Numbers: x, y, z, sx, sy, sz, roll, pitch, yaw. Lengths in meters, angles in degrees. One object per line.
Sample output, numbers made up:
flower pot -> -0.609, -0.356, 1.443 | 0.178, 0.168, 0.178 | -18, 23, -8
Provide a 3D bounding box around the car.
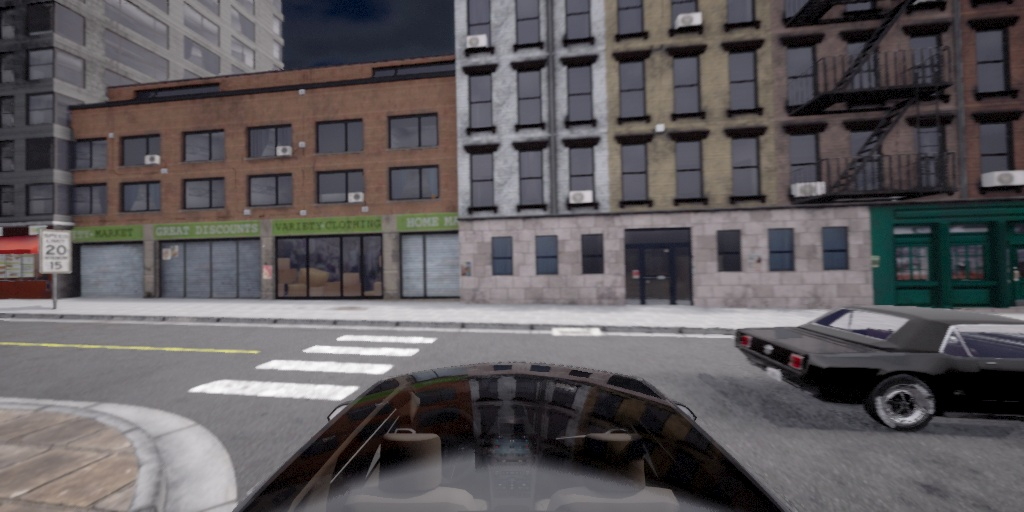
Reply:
car -> 5.874, 1.365, 4.750 | 4.718, 1.301, 1.895 | 0, -1, 7
